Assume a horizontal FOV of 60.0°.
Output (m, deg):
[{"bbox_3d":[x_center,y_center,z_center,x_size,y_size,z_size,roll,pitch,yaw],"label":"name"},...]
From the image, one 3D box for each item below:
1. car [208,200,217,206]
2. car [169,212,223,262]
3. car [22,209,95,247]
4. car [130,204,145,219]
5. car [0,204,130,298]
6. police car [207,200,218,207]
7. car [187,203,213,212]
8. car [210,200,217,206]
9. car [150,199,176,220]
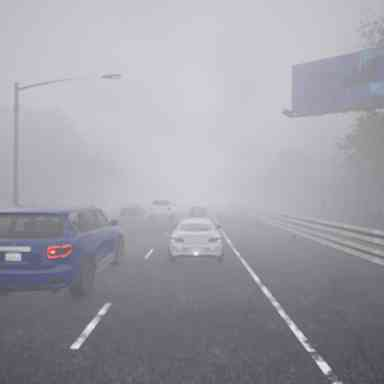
[{"bbox_3d":[5.201,2.791,84.021,1.882,1.535,5.008,0,-1,6],"label":"car"},{"bbox_3d":[0.154,1.714,12.760,1.812,1.442,4.674,0,-1,1],"label":"car"},{"bbox_3d":[-6.766,1.772,17.521,1.837,1.490,4.892,0,0,1],"label":"car"},{"bbox_3d":[-6.252,2.013,35.360,1.882,1.535,5.008,0,-1,2],"label":"car"},{"bbox_3d":[-3.396,1.361,9.053,2.150,2.045,5.566,0,0,0],"label":"car"},{"bbox_3d":[4.254,2.577,74.305,1.930,1.638,5.238,0,-1,5],"label":"police car"},{"bbox_3d":[0.522,1.984,29.298,2.033,1.411,5.357,0,-1,2],"label":"car"},{"bbox_3d":[5.835,2.918,89.911,1.837,1.490,4.892,0,-1,6],"label":"car"},{"bbox_3d":[-2.836,1.722,33.293,2.150,2.045,5.566,0,-1,2],"label":"car"}]
